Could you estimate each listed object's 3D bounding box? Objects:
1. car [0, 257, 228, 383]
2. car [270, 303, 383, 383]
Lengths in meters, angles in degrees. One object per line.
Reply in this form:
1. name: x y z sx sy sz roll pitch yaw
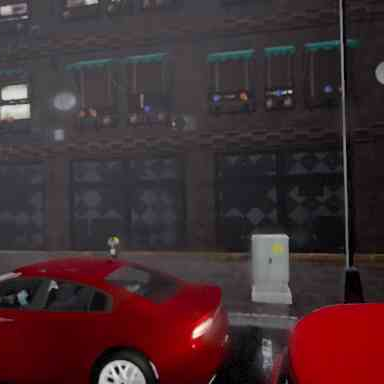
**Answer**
1. car: -1.796 1.559 4.361 4.507 1.381 1.887 0 -2 11
2. car: 3.200 1.236 1.624 5.566 2.045 2.150 0 0 11
